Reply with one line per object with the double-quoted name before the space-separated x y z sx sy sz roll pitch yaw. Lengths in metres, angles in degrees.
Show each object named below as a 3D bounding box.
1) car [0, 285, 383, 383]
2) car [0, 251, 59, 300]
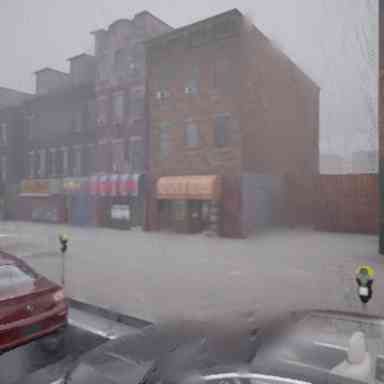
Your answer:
"car" 0.836 1.554 2.205 4.403 1.369 2.008 -1 0 36
"car" -3.744 1.628 5.472 4.206 1.307 1.802 -1 0 36
